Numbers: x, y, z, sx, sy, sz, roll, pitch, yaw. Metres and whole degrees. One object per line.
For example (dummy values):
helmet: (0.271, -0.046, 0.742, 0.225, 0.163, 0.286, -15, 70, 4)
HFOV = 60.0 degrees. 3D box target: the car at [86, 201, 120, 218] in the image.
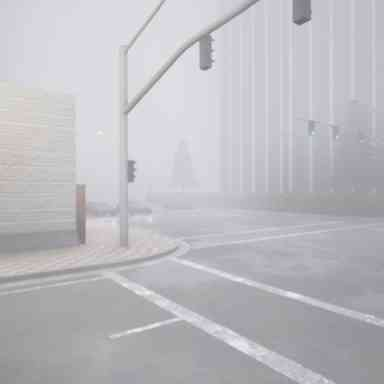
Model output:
car: (-8.717, 1.566, 30.922, 2.033, 1.411, 5.357, 0, 0, -36)

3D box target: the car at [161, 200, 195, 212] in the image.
car: (-1.756, 1.585, 39.384, 1.895, 1.301, 4.718, 0, 0, -36)

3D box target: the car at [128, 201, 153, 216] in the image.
car: (-5.880, 1.554, 32.971, 2.033, 1.411, 5.357, 0, 0, -36)
